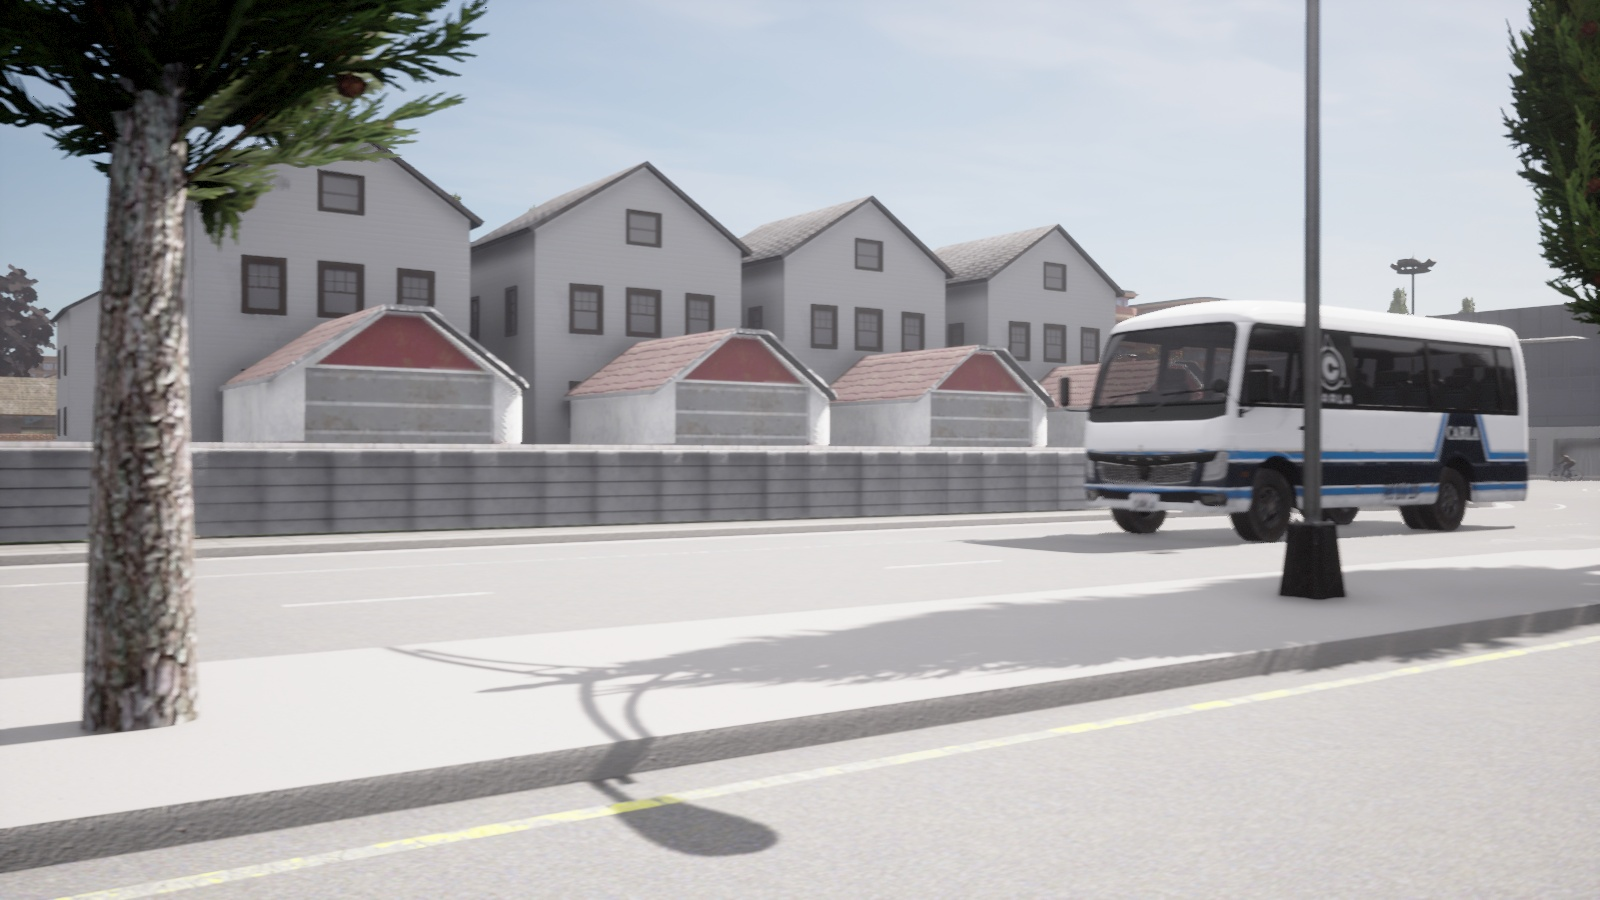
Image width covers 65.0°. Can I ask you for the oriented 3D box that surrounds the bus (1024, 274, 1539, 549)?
[{"bbox_3d":[9.429,-0.595,23.939,10.273,4.253,3.944,0,0,-34],"label":"bus"}]
